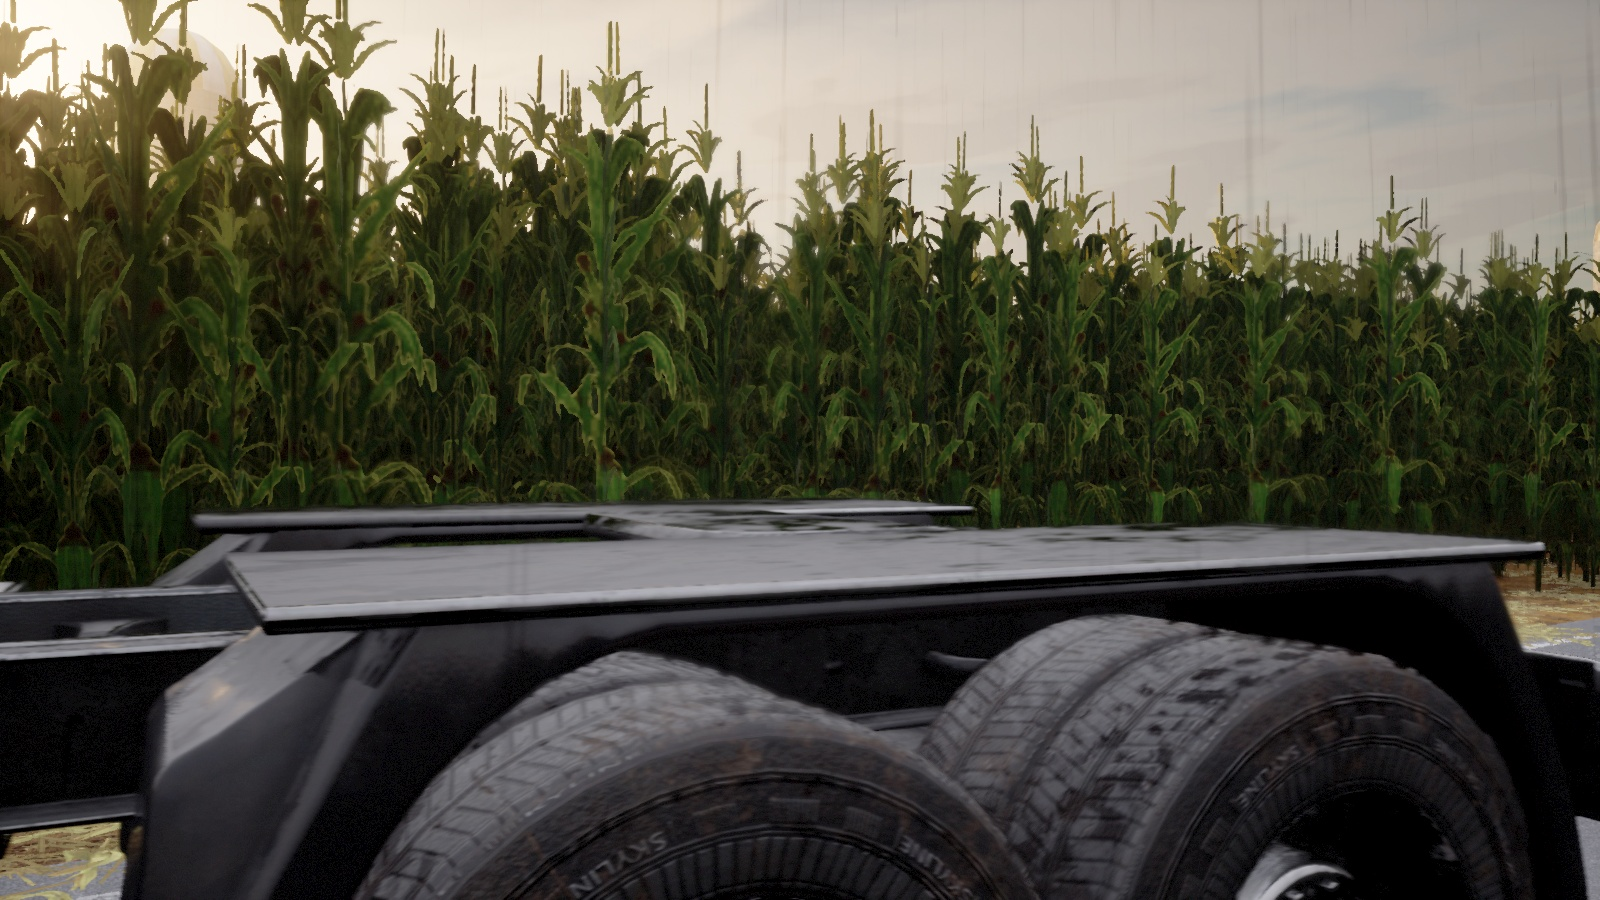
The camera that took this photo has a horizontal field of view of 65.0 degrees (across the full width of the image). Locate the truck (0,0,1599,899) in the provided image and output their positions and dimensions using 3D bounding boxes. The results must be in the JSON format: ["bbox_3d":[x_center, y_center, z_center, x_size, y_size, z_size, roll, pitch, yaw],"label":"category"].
[{"bbox_3d":[-2.108,-0.227,2.112,7.936,3.462,2.891,0,0,-28],"label":"truck"}]
